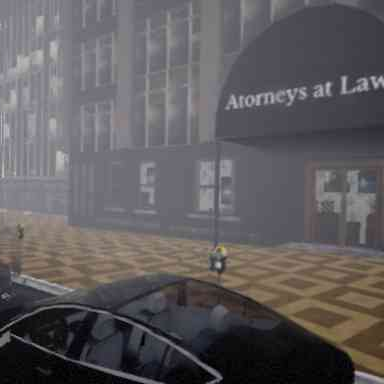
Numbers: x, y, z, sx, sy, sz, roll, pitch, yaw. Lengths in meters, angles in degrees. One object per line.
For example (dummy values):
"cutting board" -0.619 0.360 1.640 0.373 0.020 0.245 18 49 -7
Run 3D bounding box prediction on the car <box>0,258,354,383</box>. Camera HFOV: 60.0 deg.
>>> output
"car" -0.690 1.553 3.353 4.313 1.339 1.947 0 1 36
